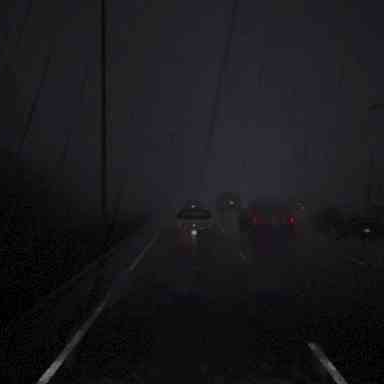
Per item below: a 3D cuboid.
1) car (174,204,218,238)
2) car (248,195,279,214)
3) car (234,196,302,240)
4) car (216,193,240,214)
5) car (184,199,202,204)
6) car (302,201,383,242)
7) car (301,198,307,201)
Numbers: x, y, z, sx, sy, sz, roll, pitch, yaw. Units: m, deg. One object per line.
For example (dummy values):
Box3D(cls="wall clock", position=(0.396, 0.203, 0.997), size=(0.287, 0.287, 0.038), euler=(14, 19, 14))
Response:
Box3D(cls="car", position=(0.100, 1.519, 17.244), size=(1.895, 1.301, 4.718), euler=(0, 0, 0))
Box3D(cls="car", position=(7.128, 1.192, 33.609), size=(2.097, 1.767, 4.553), euler=(0, 0, 0))
Box3D(cls="car", position=(3.598, 1.273, 16.591), size=(2.097, 1.767, 4.553), euler=(0, 0, 0))
Box3D(cls="car", position=(3.623, 1.065, 32.953), size=(2.150, 2.045, 5.566), euler=(0, 0, 0))
Box3D(cls="car", position=(0.134, 1.400, 34.508), size=(1.994, 1.385, 4.181), euler=(0, 0, 0))
Box3D(cls="car", position=(7.098, 1.401, 15.938), size=(1.882, 1.535, 5.008), euler=(0, 0, 0))
Box3D(cls="car", position=(10.630, 1.343, 33.993), size=(1.837, 1.490, 4.892), euler=(0, 0, 0))
